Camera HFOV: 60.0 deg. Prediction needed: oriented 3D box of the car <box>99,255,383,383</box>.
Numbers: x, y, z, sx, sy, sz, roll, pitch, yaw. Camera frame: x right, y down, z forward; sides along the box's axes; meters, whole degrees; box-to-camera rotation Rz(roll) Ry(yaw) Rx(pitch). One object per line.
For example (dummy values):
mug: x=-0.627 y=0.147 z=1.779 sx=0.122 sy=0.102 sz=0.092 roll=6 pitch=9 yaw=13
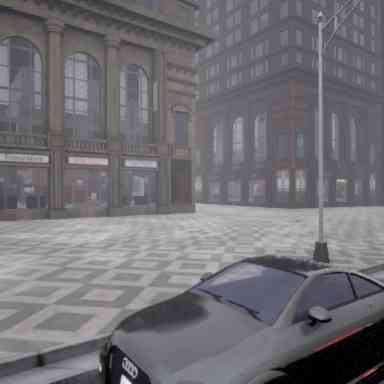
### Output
car: x=1.047 y=1.564 z=4.125 sx=4.181 sy=1.385 sz=1.994 roll=0 pitch=0 yaw=-35
